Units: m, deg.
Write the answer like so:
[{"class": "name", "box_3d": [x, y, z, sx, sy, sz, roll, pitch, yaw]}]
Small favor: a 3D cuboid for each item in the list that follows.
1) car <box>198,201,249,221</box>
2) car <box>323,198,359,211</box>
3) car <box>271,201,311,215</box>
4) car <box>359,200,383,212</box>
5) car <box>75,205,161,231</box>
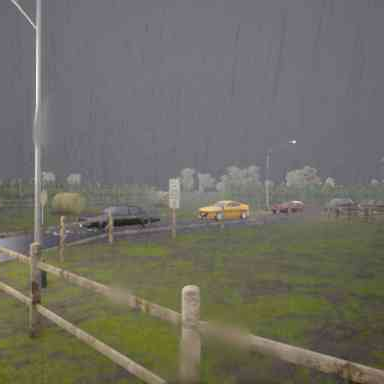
[{"class": "car", "box_3d": [2.678, 1.482, 27.608, 5.008, 1.535, 1.882, 0, 0, -42]}, {"class": "car", "box_3d": [17.931, 1.532, 40.527, 4.892, 1.490, 1.837, 0, 0, -38]}, {"class": "car", "box_3d": [10.152, 1.617, 34.186, 4.718, 1.301, 1.895, 0, 0, -40]}, {"class": "car", "box_3d": [21.791, 1.650, 39.915, 4.718, 1.301, 1.895, 0, 0, -37]}, {"class": "car", "box_3d": [-4.468, 1.539, 20.852, 5.357, 1.411, 2.033, 0, 0, -44]}]
